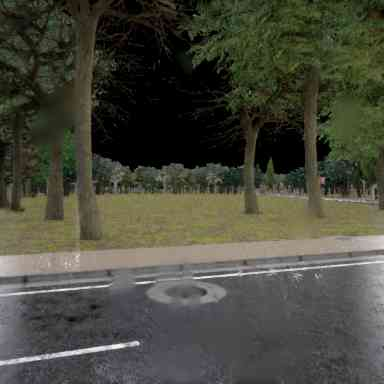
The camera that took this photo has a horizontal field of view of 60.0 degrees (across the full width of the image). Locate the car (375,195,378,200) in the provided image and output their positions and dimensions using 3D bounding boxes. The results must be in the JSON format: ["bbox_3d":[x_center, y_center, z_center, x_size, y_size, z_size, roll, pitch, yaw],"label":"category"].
[{"bbox_3d":[45.084,1.253,80.104,1.994,1.385,4.181,0,0,5],"label":"car"}]
